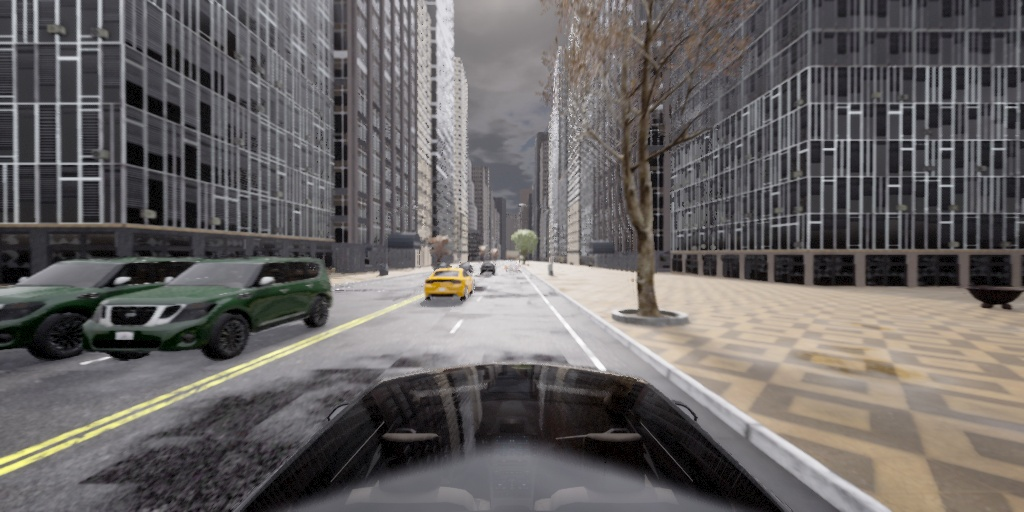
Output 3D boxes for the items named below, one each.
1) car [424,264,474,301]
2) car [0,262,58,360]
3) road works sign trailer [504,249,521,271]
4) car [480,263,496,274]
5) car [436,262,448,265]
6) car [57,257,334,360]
[{"bbox_3d":[-3.144,1.372,18.619,1.882,1.535,5.008,0,0,0],"label":"car"},{"bbox_3d":[-9.847,1.033,8.872,2.150,2.045,5.566,0,-1,0],"label":"car"},{"bbox_3d":[0.035,0.680,60.369,2.380,3.560,2.880,0,0,1],"label":"road works sign trailer"},{"bbox_3d":[-3.136,1.650,47.820,1.837,1.490,4.892,0,0,0],"label":"car"},{"bbox_3d":[-9.806,1.644,50.275,1.882,1.535,5.008,0,0,0],"label":"car"},{"bbox_3d":[-6.598,1.033,8.872,2.150,2.045,5.566,0,0,0],"label":"car"}]
